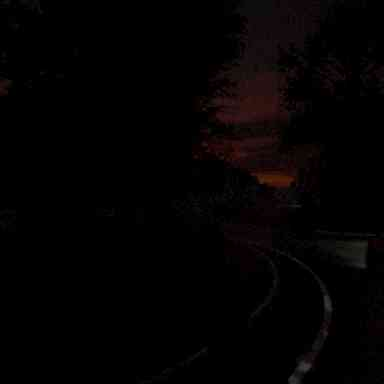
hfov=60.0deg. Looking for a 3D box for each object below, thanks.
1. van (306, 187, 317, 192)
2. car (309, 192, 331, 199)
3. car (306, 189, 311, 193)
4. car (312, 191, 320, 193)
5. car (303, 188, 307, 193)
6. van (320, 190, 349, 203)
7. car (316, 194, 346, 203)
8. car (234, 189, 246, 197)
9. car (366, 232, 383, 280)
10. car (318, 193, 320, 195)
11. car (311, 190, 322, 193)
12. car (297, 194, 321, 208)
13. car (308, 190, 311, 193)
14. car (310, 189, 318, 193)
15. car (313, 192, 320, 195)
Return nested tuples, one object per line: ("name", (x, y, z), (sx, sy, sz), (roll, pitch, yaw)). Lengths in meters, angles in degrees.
("van", (30.472, 0.400, 79.922), (4.442, 1.987, 1.878), (1, 2, 14))
("car", (29.660, 0.741, 77.275), (4.674, 1.452, 2.002), (1, 2, 14))
("car", (28.963, 0.778, 74.586), (5.008, 1.535, 2.097), (1, 2, 14))
("car", (26.184, 1.092, 63.843), (4.892, 1.521, 2.231), (1, 2, 14))
("car", (31.718, 0.499, 85.338), (4.792, 1.488, 2.163), (1, 2, 14))
("van", (23.301, 1.180, 53.121), (4.442, 1.987, 1.878), (1, 2, 14))
("car", (25.524, 1.200, 61.150), (4.792, 1.488, 2.163), (1, 2, 14))
("car", (11.398, 0.450, 81.890), (2.033, 1.411, 5.357), (1, 2, 15))
("car", (5.396, 1.374, 7.380), (2.097, 1.767, 4.553), (1, 0, 18))
("car", (24.135, 1.358, 55.777), (4.792, 1.488, 2.163), (1, 2, 14))
("car", (26.890, 1.013, 66.525), (5.008, 1.535, 2.097), (1, 2, 14))
("car", (16.800, 1.472, 47.850), (1.837, 1.490, 4.892), (1, 1, 11))
("car", (28.271, 0.896, 71.901), (4.674, 1.452, 2.002), (1, 2, 14))
("car", (27.611, 0.809, 69.201), (4.553, 1.767, 2.185), (1, 2, 14))
("car", (24.621, 1.243, 58.517), (5.366, 1.575, 1.946), (1, 2, 14))
